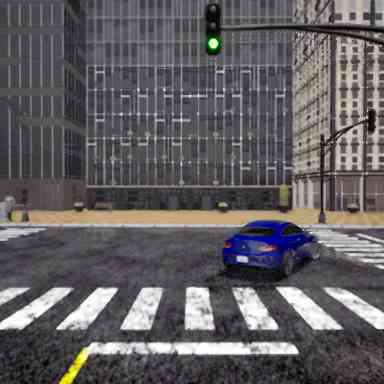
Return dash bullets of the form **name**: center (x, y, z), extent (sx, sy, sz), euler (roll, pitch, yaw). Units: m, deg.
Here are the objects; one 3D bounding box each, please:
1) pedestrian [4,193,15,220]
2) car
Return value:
- **pedestrian**: center (-12.390, 0.968, 22.576), extent (0.375, 1.860, 0.375), euler (0, 0, 0)
- **car**: center (2.634, 1.618, 10.690), extent (1.812, 1.442, 4.674), euler (-1, -1, 34)
